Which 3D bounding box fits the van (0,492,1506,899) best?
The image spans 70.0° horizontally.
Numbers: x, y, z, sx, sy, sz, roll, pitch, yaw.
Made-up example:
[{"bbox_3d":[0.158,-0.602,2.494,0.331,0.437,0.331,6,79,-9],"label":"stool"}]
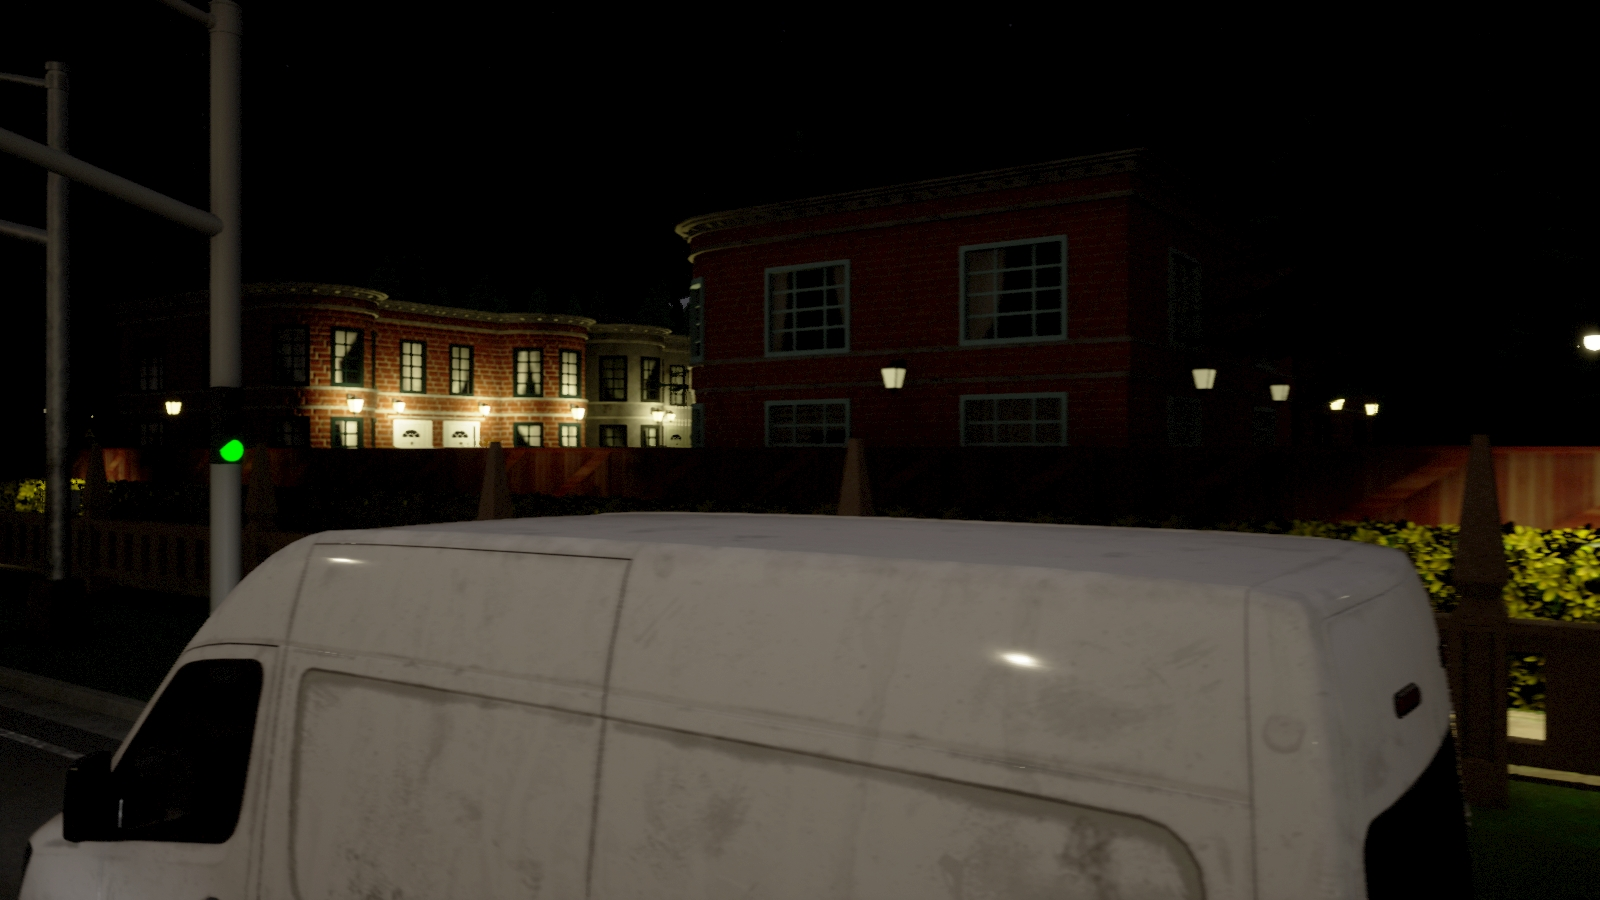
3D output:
[{"bbox_3d":[-0.852,1.535,4.341,5.915,2.561,1.988,0,0,35],"label":"van"}]
